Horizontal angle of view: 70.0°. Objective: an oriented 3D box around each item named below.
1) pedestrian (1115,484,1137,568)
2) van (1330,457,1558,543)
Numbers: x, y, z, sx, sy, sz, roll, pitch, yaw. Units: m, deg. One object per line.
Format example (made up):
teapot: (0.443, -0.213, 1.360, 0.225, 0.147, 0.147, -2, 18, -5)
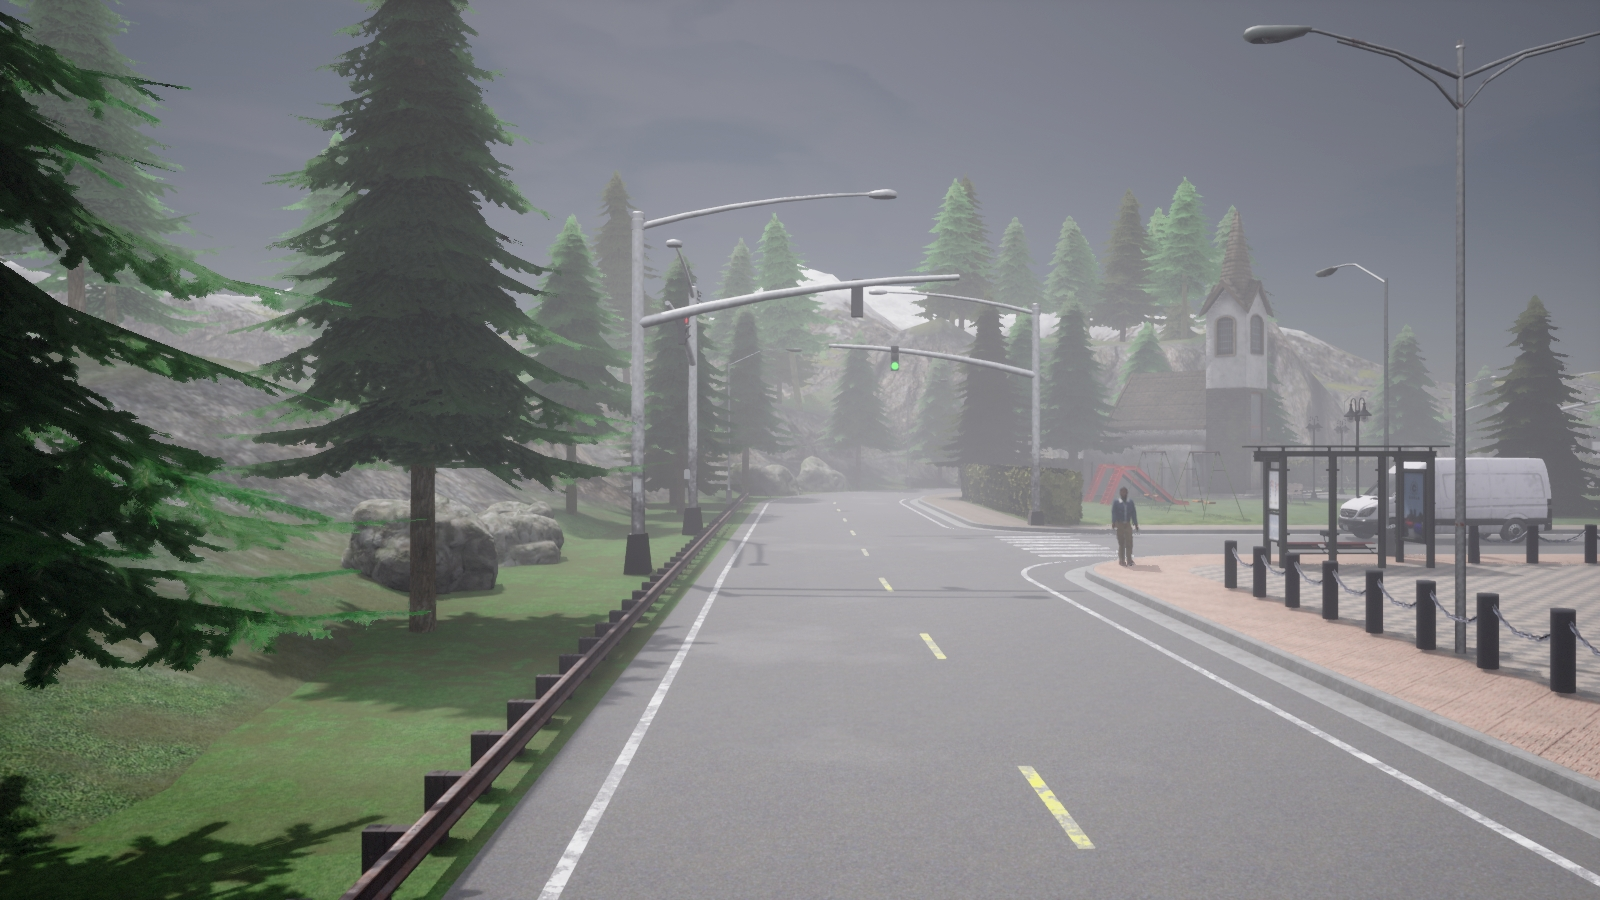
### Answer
pedestrian: (7.302, 1.691, 25.607, 0.375, 1.860, 0.375, 0, 0, 0)
van: (19.746, 1.515, 35.223, 5.915, 2.561, 1.988, 0, 0, 0)
